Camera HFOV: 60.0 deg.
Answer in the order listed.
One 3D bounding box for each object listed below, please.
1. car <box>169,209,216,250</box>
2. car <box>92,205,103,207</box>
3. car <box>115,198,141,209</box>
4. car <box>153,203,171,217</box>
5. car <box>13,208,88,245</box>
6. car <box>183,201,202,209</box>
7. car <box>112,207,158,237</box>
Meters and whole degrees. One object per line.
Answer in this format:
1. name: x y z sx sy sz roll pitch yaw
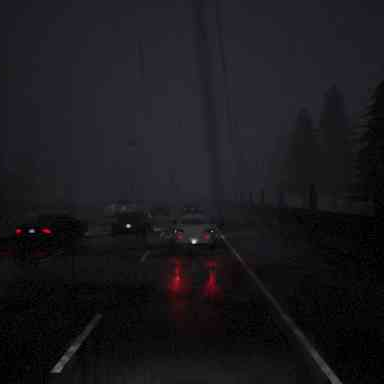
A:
1. car: 0.069 1.735 15.403 1.812 1.442 4.674 0 -1 0
2. car: -14.130 2.311 51.988 1.895 1.301 4.718 0 -1 0
3. car: -6.948 1.719 36.496 2.150 2.045 5.566 0 -1 0
4. car: -3.449 1.985 37.321 1.882 1.535 5.008 0 -1 0
5. car: -6.921 1.780 16.888 2.033 1.411 5.357 0 -1 0
6. car: 0.052 1.843 36.220 2.097 1.767 4.553 0 -1 0
7. car: -3.425 1.836 19.905 1.994 1.385 4.181 0 -1 0
